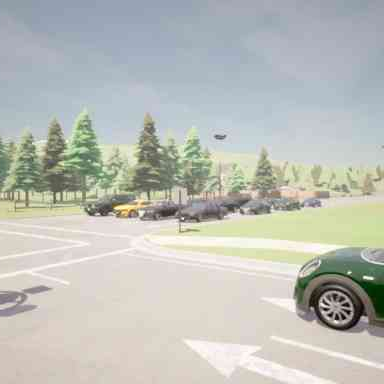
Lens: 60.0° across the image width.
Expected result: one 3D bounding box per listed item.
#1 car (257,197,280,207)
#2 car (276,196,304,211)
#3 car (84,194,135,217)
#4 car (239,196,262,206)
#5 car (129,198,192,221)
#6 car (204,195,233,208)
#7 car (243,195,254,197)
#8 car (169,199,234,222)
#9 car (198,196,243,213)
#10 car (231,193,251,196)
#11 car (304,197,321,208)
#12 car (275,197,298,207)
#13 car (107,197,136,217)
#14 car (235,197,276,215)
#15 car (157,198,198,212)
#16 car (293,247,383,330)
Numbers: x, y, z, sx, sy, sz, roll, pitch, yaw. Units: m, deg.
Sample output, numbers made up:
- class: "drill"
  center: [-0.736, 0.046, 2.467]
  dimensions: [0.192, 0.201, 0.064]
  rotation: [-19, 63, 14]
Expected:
- class: "car"
  center: [12.398, 1.562, 53.796]
  dimensions: [1.994, 1.385, 4.181]
  rotation: [0, 0, 37]
- class: "car"
  center: [11.812, 1.351, 41.209]
  dimensions: [2.097, 1.767, 4.553]
  rotation: [0, 0, 36]
- class: "car"
  center: [-7.705, 1.220, 32.357]
  dimensions: [2.150, 2.045, 5.566]
  rotation: [0, 0, 36]
- class: "car"
  center: [9.986, 1.476, 56.417]
  dimensions: [1.882, 1.535, 5.008]
  rotation: [0, 0, 37]
- class: "car"
  center: [-2.482, 1.490, 27.645]
  dimensions: [2.128, 1.511, 4.902]
  rotation: [0, 0, 36]
- class: "car"
  center: [3.948, 1.350, 48.240]
  dimensions: [2.097, 1.767, 4.553]
  rotation: [0, 0, 36]
- class: "car"
  center: [8.657, 1.490, 42.830]
  dimensions: [2.128, 1.511, 4.902]
  rotation: [0, 0, 36]
- class: "car"
  center: [0.906, 1.546, 26.346]
  dimensions: [2.033, 1.411, 5.357]
  rotation: [0, 0, 36]
- class: "car"
  center: [3.077, 1.476, 35.226]
  dimensions: [1.882, 1.535, 5.008]
  rotation: [0, 0, 36]
- class: "car"
  center: [6.426, 1.220, 45.706]
  dimensions: [2.150, 2.045, 5.566]
  rotation: [0, 0, 36]
- class: "car"
  center: [17.724, 1.525, 49.228]
  dimensions: [1.812, 1.442, 4.674]
  rotation: [0, 0, 37]
- class: "car"
  center: [14.549, 1.524, 50.824]
  dimensions: [1.812, 1.442, 4.674]
  rotation: [0, 0, 37]
- class: "car"
  center: [-4.872, 1.476, 30.303]
  dimensions: [1.882, 1.535, 5.008]
  rotation: [0, 0, 36]
- class: "car"
  center: [6.585, 1.525, 34.072]
  dimensions: [1.812, 1.442, 4.674]
  rotation: [0, 0, 36]
- class: "car"
  center: [-1.687, 1.545, 40.564]
  dimensions: [2.033, 1.411, 5.357]
  rotation: [0, 0, 36]
- class: "car"
  center: [4.059, 1.352, 5.394]
  dimensions: [4.553, 1.767, 2.097]
  rotation: [0, 0, 35]
